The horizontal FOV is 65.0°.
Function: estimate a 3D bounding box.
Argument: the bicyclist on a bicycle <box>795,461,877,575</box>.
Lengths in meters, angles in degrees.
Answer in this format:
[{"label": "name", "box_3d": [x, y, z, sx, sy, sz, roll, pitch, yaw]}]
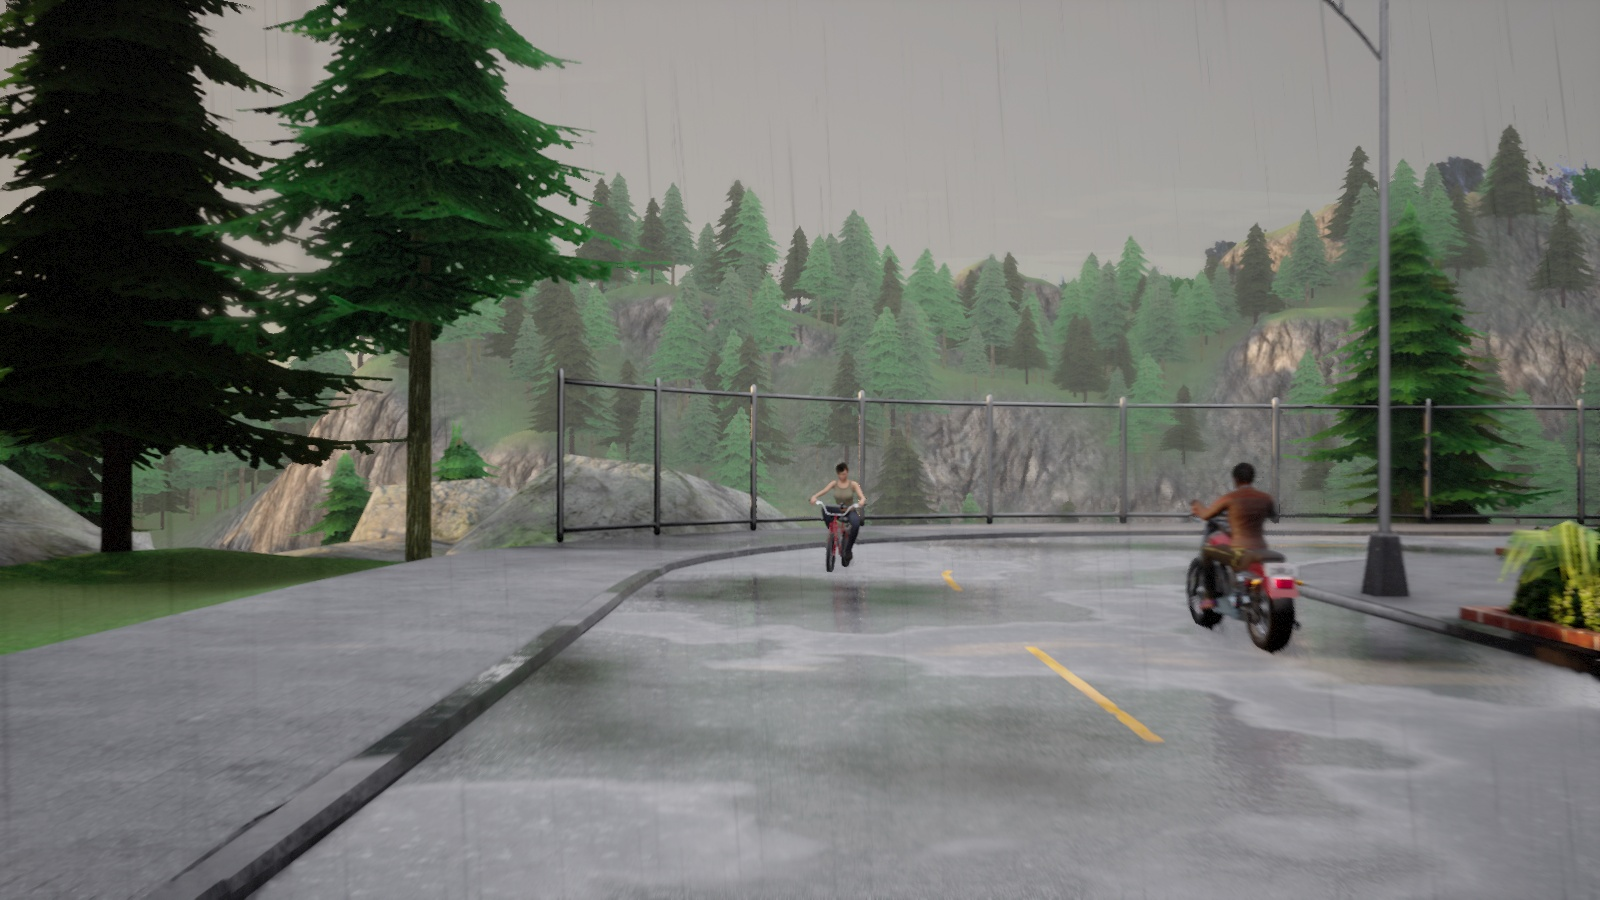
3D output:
[{"label": "bicyclist on a bicycle", "box_3d": [0.561, 0.990, 18.890, 0.866, 1.612, 1.509, 2, 0, 15]}]

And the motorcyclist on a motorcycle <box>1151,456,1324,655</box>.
[{"label": "motorcyclist on a motorcycle", "box_3d": [3.973, 0.894, 11.634, 0.766, 1.649, 2.350, 0, -1, 0]}]
